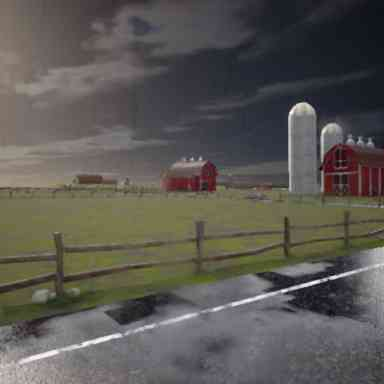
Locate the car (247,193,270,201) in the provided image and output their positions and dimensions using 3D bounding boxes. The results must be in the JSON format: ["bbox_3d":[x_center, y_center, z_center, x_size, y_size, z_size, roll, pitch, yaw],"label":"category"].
[{"bbox_3d":[11.708,0.803,58.950,1.994,1.385,4.181,-1,2,-35],"label":"car"}]

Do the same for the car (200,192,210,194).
[{"bbox_3d":[2.673,0.145,71.517,2.033,1.411,5.357,-1,2,-36],"label":"car"}]
